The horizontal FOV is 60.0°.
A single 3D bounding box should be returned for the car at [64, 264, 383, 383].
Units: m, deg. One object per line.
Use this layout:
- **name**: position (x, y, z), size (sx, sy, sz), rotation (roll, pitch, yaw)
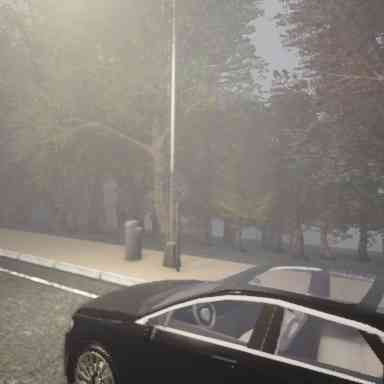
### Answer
- **car**: position (0.777, 1.484, 3.130), size (4.902, 1.511, 2.128), rotation (1, 0, 35)
